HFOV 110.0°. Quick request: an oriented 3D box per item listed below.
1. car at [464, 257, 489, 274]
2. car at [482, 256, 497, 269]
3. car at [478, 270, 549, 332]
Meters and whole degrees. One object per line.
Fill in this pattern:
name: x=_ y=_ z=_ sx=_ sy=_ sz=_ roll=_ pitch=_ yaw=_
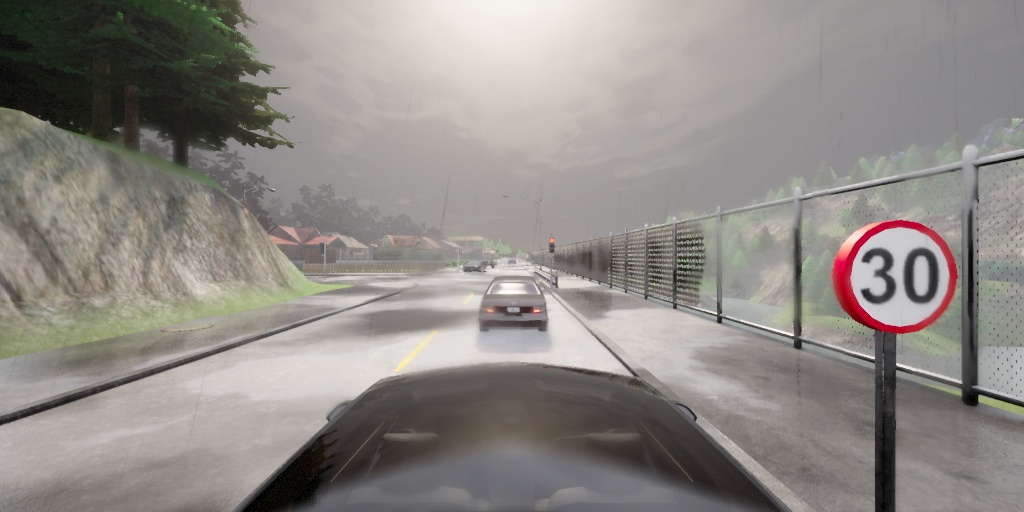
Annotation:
car: x=-4.266 y=1.227 z=41.899 sx=1.882 sy=1.535 sz=5.008 roll=0 pitch=0 yaw=5
car: x=-4.063 y=0.973 z=58.683 sx=2.150 sy=2.045 sz=5.566 roll=0 pitch=0 yaw=0
car: x=0.052 y=1.297 z=10.835 sx=2.033 sy=1.411 sz=5.357 roll=0 pitch=0 yaw=0
